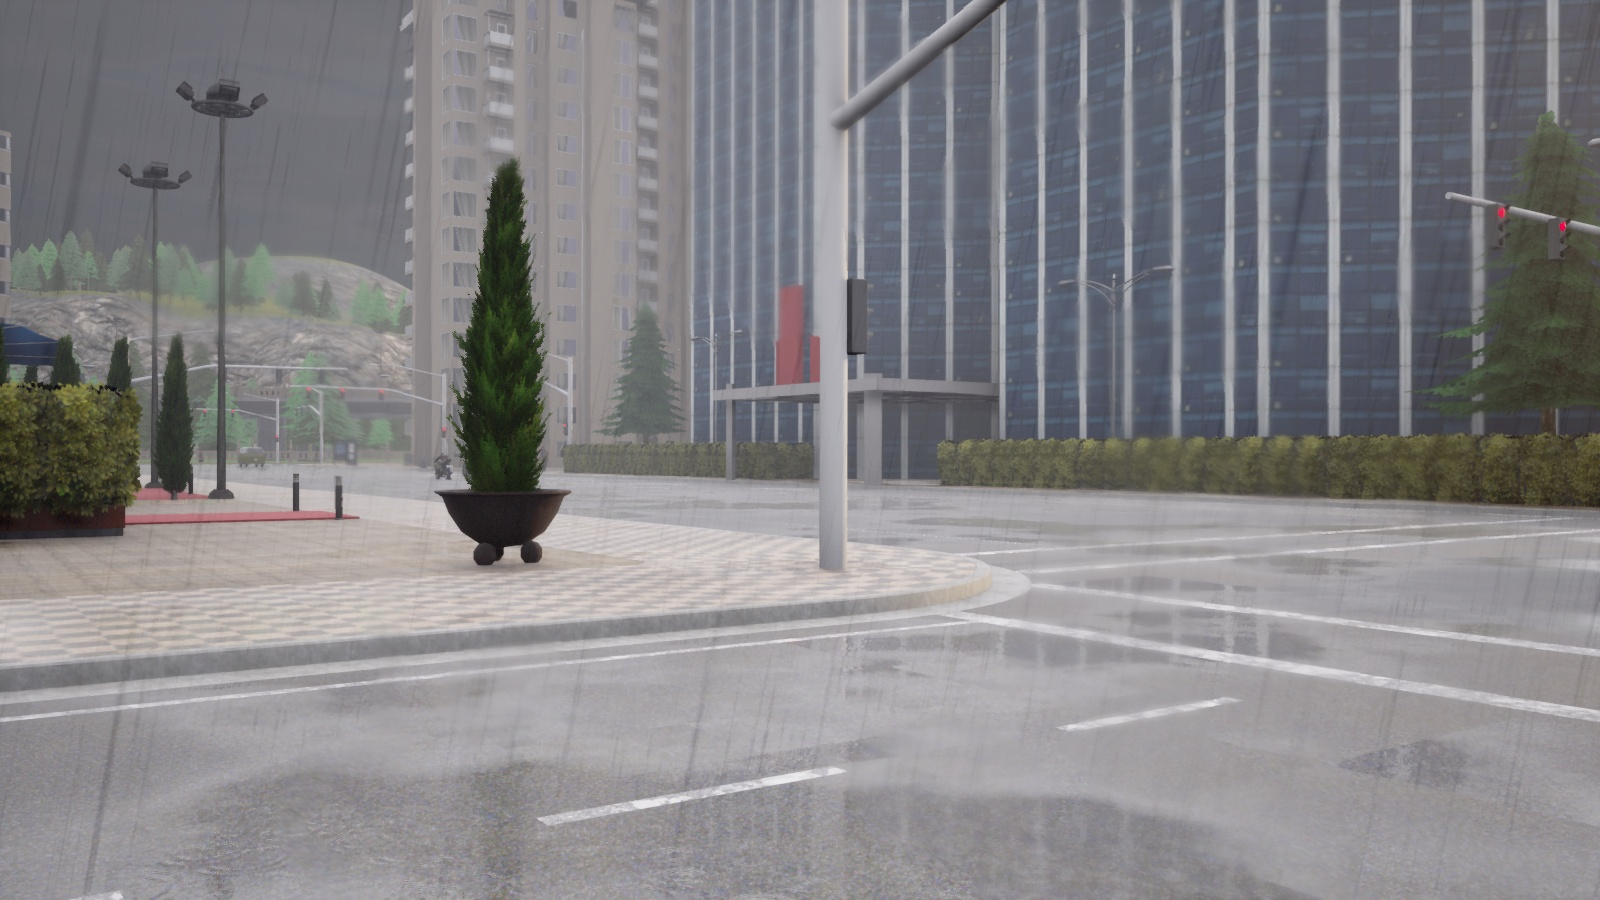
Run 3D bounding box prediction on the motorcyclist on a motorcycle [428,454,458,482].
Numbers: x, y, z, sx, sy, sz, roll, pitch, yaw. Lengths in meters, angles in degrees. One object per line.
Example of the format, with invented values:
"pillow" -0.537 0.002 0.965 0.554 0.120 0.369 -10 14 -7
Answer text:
"motorcyclist on a motorcycle" -19.588 0.990 68.870 0.866 1.530 2.191 0 0 -35
